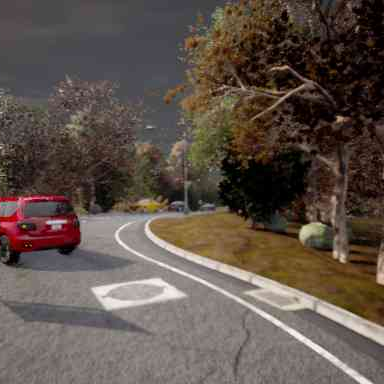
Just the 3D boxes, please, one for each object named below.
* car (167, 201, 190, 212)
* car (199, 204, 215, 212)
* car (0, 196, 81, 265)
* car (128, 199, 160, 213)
[{"bbox_3d":[-1.862,2.028,47.054,1.837,1.490,4.892,-1,-4,21],"label":"car"},{"bbox_3d":[2.750,2.910,59.315,1.837,1.490,4.892,-1,-4,21],"label":"car"},{"bbox_3d":[-6.194,1.180,11.929,5.566,2.045,2.150,0,0,40],"label":"car"},{"bbox_3d":[-5.346,1.551,37.732,1.882,1.535,5.008,-1,-2,21],"label":"car"}]
